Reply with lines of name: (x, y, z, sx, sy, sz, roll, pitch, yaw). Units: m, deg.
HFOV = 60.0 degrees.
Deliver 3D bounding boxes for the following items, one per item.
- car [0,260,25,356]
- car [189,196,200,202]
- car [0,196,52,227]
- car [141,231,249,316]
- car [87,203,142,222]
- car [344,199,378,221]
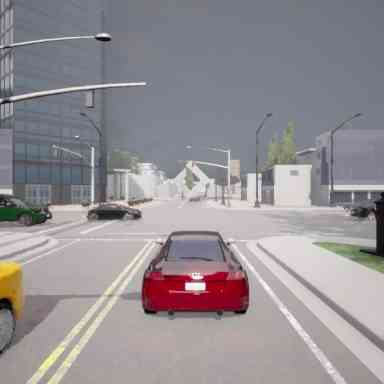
car: (-3.557, 1.477, 3.139, 1.882, 1.535, 5.008, 0, 0, 1)
car: (0.688, 1.595, 76.964, 1.895, 1.301, 4.718, 0, 0, 12)
car: (-12.547, 1.293, 22.587, 5.566, 2.045, 2.150, -1, 0, 0)
car: (0.070, 1.564, 7.623, 1.994, 1.385, 4.181, 0, 0, 0)
car: (-6.070, 1.599, 26.154, 4.181, 1.385, 1.994, 0, 0, 0)
car: (15.206, 1.462, 26.324, 5.008, 1.535, 1.882, 0, 0, 0)
